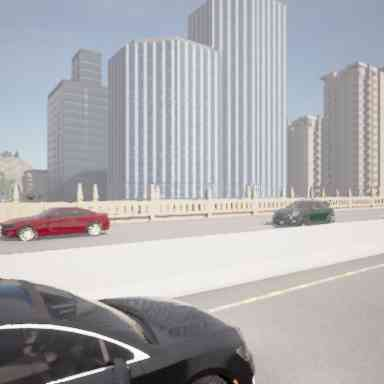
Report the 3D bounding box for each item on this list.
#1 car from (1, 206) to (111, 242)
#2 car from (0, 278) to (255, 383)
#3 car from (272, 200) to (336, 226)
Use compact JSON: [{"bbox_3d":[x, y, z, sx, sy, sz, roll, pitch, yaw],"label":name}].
[{"bbox_3d":[-6.572,1.473,16.494,5.008,1.535,1.882,0,0,-35],"label":"car"},{"bbox_3d":[-1.622,1.505,2.590,4.892,1.490,1.837,0,0,-36],"label":"car"},{"bbox_3d":[7.465,1.328,22.107,4.553,1.767,2.097,0,0,-35],"label":"car"}]
